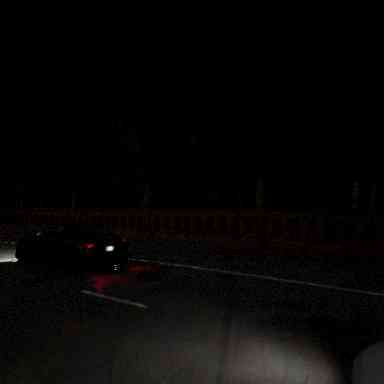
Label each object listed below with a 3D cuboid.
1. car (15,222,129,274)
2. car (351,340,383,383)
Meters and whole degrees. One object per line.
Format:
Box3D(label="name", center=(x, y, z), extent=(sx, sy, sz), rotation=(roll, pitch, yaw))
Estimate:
Box3D(label="car", center=(-4.113, 1.729, 11.224), extent=(4.181, 1.385, 1.994), rotation=(-2, -1, 35))
Box3D(label="car", center=(3.324, 1.543, 1.621), extent=(4.674, 1.442, 1.812), rotation=(0, 0, 35))
